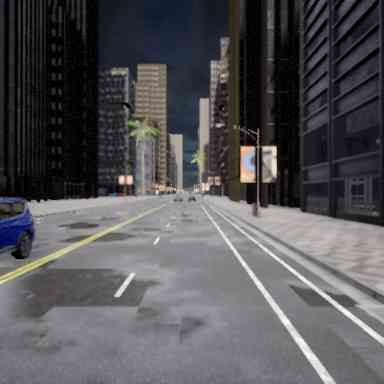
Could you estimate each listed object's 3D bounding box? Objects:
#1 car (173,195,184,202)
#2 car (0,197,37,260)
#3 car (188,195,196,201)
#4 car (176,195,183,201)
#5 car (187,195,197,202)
[{"bbox_3d":[-3.213,1.616,76.249,1.994,1.385,4.181,0,0,0],"label":"car"},{"bbox_3d":[-6.562,1.216,9.532,2.150,2.045,5.566,0,1,-1],"label":"car"},{"bbox_3d":[0.042,1.583,86.258,1.994,1.385,4.181,0,0,0],"label":"car"},{"bbox_3d":[-3.208,1.530,86.260,1.837,1.490,4.892,0,0,0],"label":"car"},{"bbox_3d":[0.037,1.558,75.831,1.837,1.490,4.892,0,0,0],"label":"car"}]
